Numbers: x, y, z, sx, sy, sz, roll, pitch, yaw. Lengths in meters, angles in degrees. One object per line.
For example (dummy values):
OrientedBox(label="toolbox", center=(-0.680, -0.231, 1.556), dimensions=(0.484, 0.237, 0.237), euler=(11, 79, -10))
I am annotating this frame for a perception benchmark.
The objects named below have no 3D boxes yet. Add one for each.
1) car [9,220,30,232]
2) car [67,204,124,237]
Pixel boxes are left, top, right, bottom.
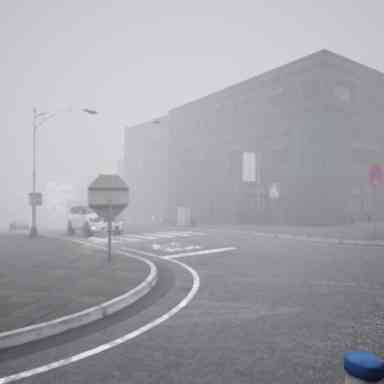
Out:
OrientedBox(label="car", center=(-22.491, 4.419, 43.295), dimensions=(2.033, 1.411, 5.357), euler=(0, -5, -36))
OrientedBox(label="car", center=(-6.460, 1.785, 21.768), dimensions=(2.150, 2.045, 5.566), euler=(0, -4, -37))
